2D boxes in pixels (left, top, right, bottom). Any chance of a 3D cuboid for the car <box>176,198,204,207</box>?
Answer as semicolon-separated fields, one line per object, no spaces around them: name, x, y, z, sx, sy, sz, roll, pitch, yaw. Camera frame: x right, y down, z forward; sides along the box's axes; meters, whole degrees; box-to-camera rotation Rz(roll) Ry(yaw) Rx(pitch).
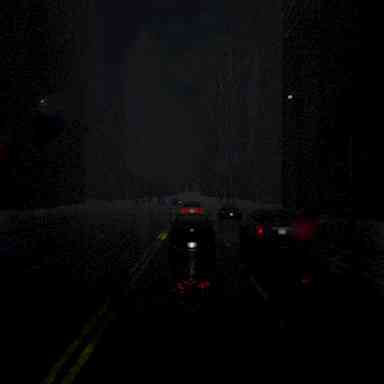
car;-0.004;1.610;29.068;2.097;1.767;4.553;0;-1;0

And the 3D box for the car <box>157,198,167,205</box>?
car;-6.517;2.100;71.778;2.128;1.511;4.902;0;0;0

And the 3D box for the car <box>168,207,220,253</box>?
car;0.001;1.637;14.301;1.837;1.490;4.892;0;0;0

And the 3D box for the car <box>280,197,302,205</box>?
car;25.801;2.353;86.498;5.009;1.841;2.192;1;-1;0

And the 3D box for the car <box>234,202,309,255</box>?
car;3.249;1.478;14.079;2.097;1.767;4.553;0;-1;0

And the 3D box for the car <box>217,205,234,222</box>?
car;3.250;1.826;29.332;1.994;1.385;4.181;0;0;0

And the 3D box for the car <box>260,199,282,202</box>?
car;20.711;2.513;86.509;4.507;1.381;1.887;1;-1;0

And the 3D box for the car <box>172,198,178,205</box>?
car;-3.267;2.075;71.779;1.837;1.490;4.892;0;0;0
